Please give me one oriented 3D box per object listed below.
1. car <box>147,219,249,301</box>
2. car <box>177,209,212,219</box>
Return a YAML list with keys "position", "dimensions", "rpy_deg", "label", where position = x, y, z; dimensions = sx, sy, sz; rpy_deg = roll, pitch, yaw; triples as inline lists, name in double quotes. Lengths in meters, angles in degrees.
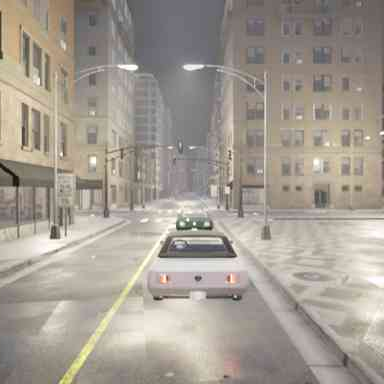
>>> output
- position: [0.111, 1.598, 8.279]
  dimensions: [1.895, 1.301, 4.718]
  rpy_deg: [0, 0, 0]
  label: "car"
- position: [0.125, 1.593, 18.514]
  dimensions: [1.895, 1.301, 4.718]
  rpy_deg: [0, 0, 0]
  label: "car"
